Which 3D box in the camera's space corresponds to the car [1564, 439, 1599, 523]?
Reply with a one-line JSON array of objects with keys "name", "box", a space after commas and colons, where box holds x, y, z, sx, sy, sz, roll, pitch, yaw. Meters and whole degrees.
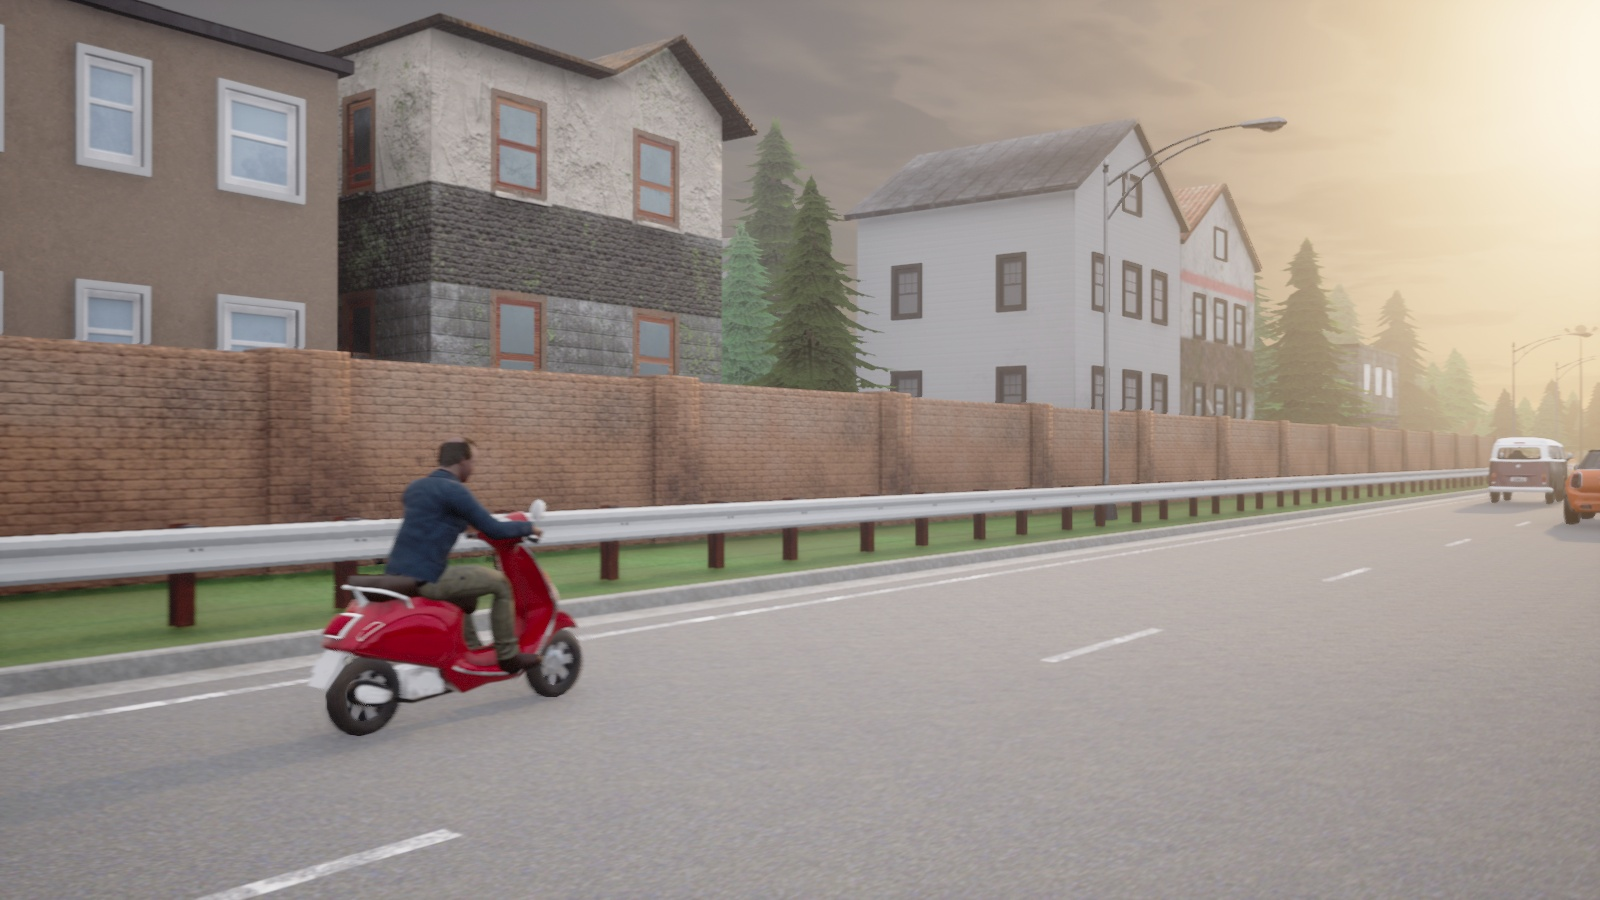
[{"name": "car", "box": [18.545, 0.654, 27.997, 2.097, 1.767, 4.553, 0, 0, 38]}]

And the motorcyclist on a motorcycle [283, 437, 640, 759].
[{"name": "motorcyclist on a motorcycle", "box": [-1.876, 0.733, 7.188, 0.866, 1.590, 1.817, 0, 0, 38]}]

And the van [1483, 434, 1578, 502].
[{"name": "van", "box": [23.253, 0.550, 39.899, 2.069, 2.038, 4.480, 0, 0, 38]}]
